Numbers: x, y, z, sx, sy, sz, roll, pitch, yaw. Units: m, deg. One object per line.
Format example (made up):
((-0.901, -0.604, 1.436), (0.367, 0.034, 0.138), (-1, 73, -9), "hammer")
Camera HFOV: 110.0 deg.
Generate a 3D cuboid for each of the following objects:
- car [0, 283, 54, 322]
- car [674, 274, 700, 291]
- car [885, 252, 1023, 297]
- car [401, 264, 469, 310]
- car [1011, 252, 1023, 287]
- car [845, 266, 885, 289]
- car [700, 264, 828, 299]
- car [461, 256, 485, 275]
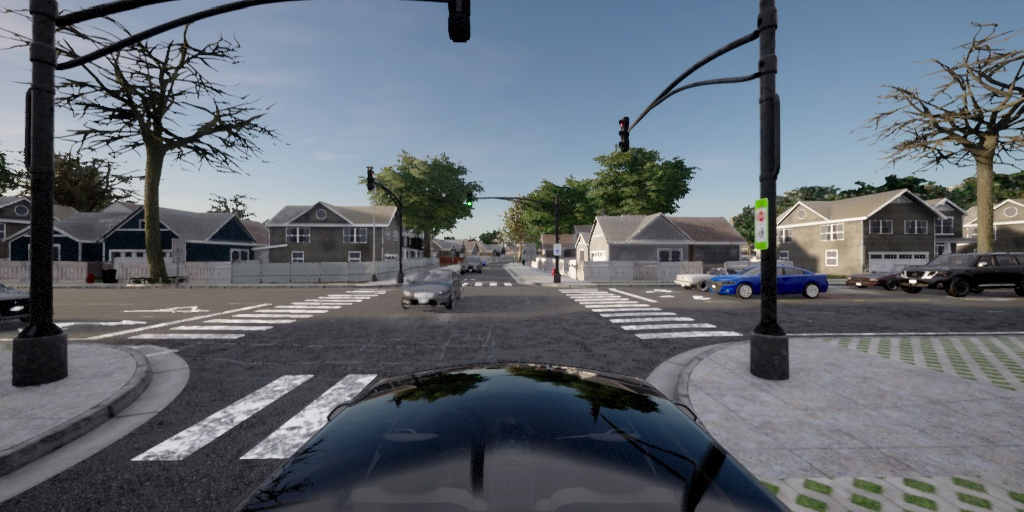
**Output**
((-15.228, 1.225, 9.538), (4.181, 1.385, 1.994), (0, 0, -2), "car")
((11.795, 1.304, 20.211), (4.718, 1.301, 1.895), (0, 0, -2), "car")
((21.943, 0.849, 17.233), (5.566, 2.045, 2.150), (0, 0, -1), "car")
((-3.126, 1.267, 14.716), (2.128, 1.511, 4.902), (0, 0, -2), "car")
((33.118, 0.766, 20.767), (5.566, 2.045, 2.150), (-1, 0, -1), "car")
((22.400, 1.193, 20.490), (5.357, 1.411, 2.033), (0, 0, -1), "car")
((12.007, 1.158, 16.965), (5.008, 1.535, 1.882), (0, 0, -2), "car")
((-4.434, 1.056, 39.885), (2.150, 2.045, 5.566), (0, 2, -3), "car")
